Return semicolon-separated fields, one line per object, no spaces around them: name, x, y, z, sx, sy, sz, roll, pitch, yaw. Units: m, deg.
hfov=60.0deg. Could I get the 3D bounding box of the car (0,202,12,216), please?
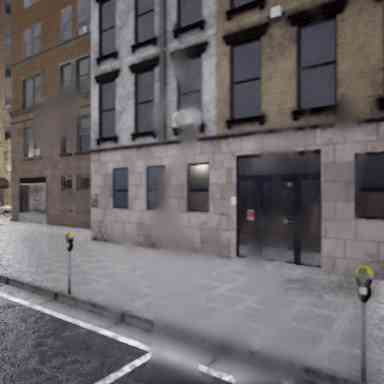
car;-17.910;1.528;29.047;1.895;1.301;4.718;0;0;35
